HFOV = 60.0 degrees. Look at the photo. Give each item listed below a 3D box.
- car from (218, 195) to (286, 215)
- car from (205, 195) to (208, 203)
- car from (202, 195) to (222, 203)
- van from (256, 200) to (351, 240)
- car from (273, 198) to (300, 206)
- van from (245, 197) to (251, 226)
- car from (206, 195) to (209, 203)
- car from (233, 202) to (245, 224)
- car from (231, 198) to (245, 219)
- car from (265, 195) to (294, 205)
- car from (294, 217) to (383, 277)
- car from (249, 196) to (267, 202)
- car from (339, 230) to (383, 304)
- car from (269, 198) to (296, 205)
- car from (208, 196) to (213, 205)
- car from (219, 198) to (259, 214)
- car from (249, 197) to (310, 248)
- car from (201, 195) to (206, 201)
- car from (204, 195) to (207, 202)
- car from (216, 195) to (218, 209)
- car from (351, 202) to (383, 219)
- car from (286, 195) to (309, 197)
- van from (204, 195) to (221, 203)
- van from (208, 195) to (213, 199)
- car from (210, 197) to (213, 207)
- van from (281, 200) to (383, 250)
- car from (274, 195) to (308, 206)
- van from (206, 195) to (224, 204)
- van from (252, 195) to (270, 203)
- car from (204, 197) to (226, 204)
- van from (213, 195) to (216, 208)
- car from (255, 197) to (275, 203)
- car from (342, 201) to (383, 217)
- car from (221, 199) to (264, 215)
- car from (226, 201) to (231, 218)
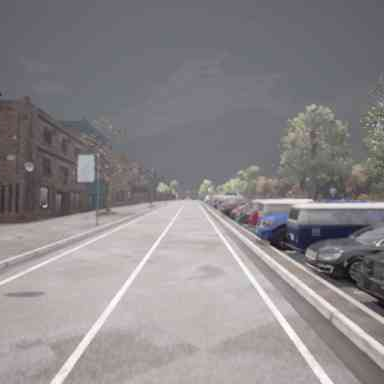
[{"bbox_3d":[5.606,1.485,31.690,5.566,2.045,2.435,0,0,0],"label":"car"},{"bbox_3d":[5.544,1.927,65.324,5.008,1.535,2.097,0,0,0],"label":"car"},{"bbox_3d":[5.515,1.916,93.357,5.566,2.045,2.435,0,-1,0],"label":"car"},{"bbox_3d":[5.786,1.432,17.674,4.442,1.987,1.878,0,0,0],"label":"van"},{"bbox_3d":[18.626,1.969,65.688,4.674,1.452,2.002,0,0,0],"label":"car"},{"bbox_3d":[5.779,1.448,20.477,4.442,1.987,1.878,0,0,0],"label":"van"},{"bbox_3d":[5.742,1.907,62.524,5.366,1.575,1.946,0,0,0],"label":"car"},{"bbox_3d":[5.649,1.690,23.279,4.892,1.521,2.231,0,0,0],"label":"car"},{"bbox_3d":[5.680,1.579,26.082,4.553,1.767,2.185,0,0,0],"label":"car"},{"bbox_3d":[18.587,1.717,71.137,5.566,2.045,2.435,0,-1,0],"label":"car"},{"bbox_3d":[5.697,1.605,9.260,4.892,1.521,2.231,0,0,0],"label":"car"},{"bbox_3d":[18.535,2.041,93.413,4.553,1.767,2.185,0,-1,0],"label":"car"},{"bbox_3d":[5.695,1.621,6.456,4.674,1.452,2.002,0,0,0],"label":"car"},{"bbox_3d":[18.616,1.948,68.349,5.008,1.535,2.097,0,0,0],"label":"car"},{"bbox_3d":[5.549,1.892,54.114,4.792,1.488,2.163,0,0,0],"label":"car"},{"bbox_3d":[5.582,1.658,40.099,4.553,1.767,2.185,0,0,0],"label":"car"},{"bbox_3d":[5.648,1.391,14.869,5.566,2.045,2.435,0,0,0],"label":"car"},{"bbox_3d":[5.550,1.764,76.539,5.566,2.045,2.435,0,-1,0],"label":"car"},{"bbox_3d":[5.506,1.997,70.931,4.792,1.488,2.163,0,0,0],"label":"car"},{"bbox_3d":[5.599,1.501,34.493,5.566,2.045,2.435,0,0,0],"label":"car"},{"bbox_3d":[18.528,1.735,32.119,5.366,1.575,1.946,0,0,0],"label":"car"},{"bbox_3d":[18.614,1.644,60.120,5.566,2.045,2.435,0,0,0],"label":"car"},{"bbox_3d":[5.380,1.889,87.752,4.442,1.987,1.878,0,-1,0],"label":"van"},{"bbox_3d":[5.454,1.653,56.918,4.442,1.987,1.878,0,0,0],"label":"van"},{"bbox_3d":[5.587,1.831,48.508,5.008,1.535,2.097,0,0,0],"label":"car"},{"bbox_3d":[5.800,1.400,12.069,4.442,1.987,1.878,0,0,0],"label":"van"},{"bbox_3d":[18.607,1.659,62.782,5.566,2.045,2.435,0,0,0],"label":"car"},{"bbox_3d":[5.624,1.839,82.146,4.442,1.987,1.878,0,-1,0],"label":"van"},{"bbox_3d":[18.687,1.912,90.634,4.442,1.987,1.878,0,-1,0],"label":"van"},{"bbox_3d":[5.509,2.040,79.340,5.008,1.535,2.097,0,-1,0],"label":"car"},{"bbox_3d":[5.482,1.590,45.705,4.442,1.987,1.878,0,0,0],"label":"van"},{"bbox_3d":[18.579,2.129,85.059,4.674,1.452,2.002,0,-1,0],"label":"car"},{"bbox_3d":[18.712,1.755,34.896,4.892,1.521,2.231,0,0,0],"label":"car"},{"bbox_3d":[5.589,1.642,37.295,4.553,1.767,2.185,0,0,0],"label":"car"},{"bbox_3d":[5.639,1.761,28.885,4.674,1.452,2.002,0,0,0],"label":"car"}]
